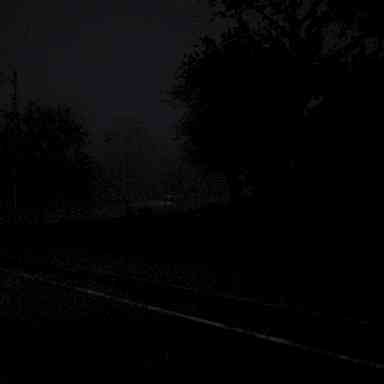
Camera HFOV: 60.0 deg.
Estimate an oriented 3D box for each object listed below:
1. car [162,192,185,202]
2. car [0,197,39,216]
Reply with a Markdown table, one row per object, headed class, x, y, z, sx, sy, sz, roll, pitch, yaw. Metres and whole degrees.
| class | x | y | z | sx | sy | sz | roll | pitch | yaw |
| --- | --- | --- | --- | --- | --- | --- | --- | --- | --- |
| car | -3.324 | 0.771 | 58.932 | 2.097 | 1.767 | 4.553 | -1 | 2 | 39 |
| car | -20.057 | 1.632 | 38.172 | 2.150 | 2.045 | 5.566 | -1 | 2 | 39 |
